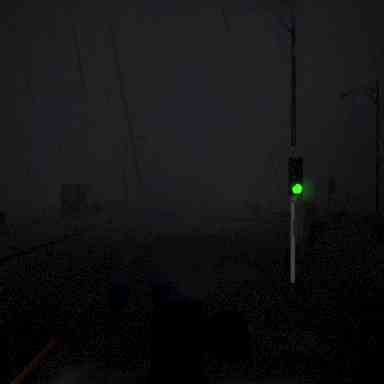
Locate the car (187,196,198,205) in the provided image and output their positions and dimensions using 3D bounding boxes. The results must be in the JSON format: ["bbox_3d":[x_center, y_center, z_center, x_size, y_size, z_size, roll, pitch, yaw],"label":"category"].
[{"bbox_3d":[0.046,1.552,61.386,1.812,1.442,4.674,0,0,0],"label":"car"}]
